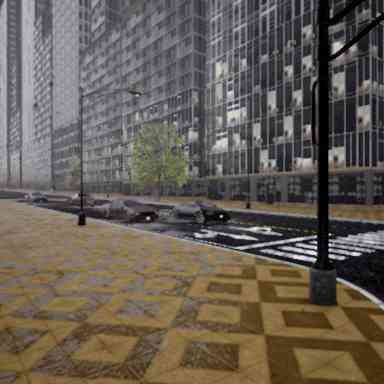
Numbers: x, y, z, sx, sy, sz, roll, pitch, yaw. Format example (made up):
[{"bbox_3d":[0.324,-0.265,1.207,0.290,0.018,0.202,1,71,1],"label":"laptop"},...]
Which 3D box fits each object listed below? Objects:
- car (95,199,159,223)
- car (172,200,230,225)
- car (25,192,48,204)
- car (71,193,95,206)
[{"bbox_3d":[-4.308,1.176,22.446,2.033,1.411,5.357,0,1,-38],"label":"car"},{"bbox_3d":[0.529,1.254,21.545,1.994,1.385,4.181,0,1,-38],"label":"car"},{"bbox_3d":[-20.024,0.707,42.687,2.033,1.411,5.357,0,1,-37],"label":"car"},{"bbox_3d":[-12.512,0.828,38.245,1.812,1.442,4.674,0,1,-38],"label":"car"}]
